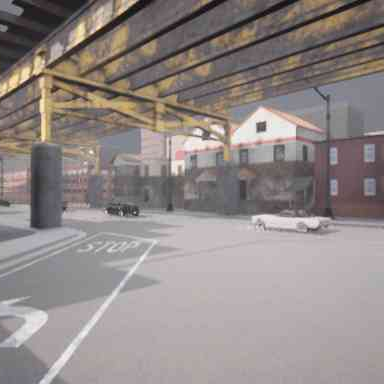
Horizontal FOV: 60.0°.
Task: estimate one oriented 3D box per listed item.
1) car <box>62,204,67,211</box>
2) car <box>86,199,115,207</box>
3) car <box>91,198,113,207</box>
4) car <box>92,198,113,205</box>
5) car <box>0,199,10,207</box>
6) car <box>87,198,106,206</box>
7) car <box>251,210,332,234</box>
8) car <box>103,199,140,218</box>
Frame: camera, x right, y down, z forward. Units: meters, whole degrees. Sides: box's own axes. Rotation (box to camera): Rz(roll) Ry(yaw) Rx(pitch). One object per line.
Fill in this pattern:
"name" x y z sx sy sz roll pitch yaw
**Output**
"car" -19.459 2.010 46.774 1.895 1.301 4.718 1 -1 -45
"car" -16.841 1.990 61.379 4.974 1.542 2.038 0 -1 -15
"car" -17.518 2.022 65.047 2.038 1.542 4.974 0 -1 15
"car" -17.505 1.865 65.099 1.853 1.218 4.536 0 -1 15
"car" -35.803 2.039 61.736 4.892 1.490 1.837 0 -1 30
"car" -16.790 1.832 61.393 4.536 1.218 1.853 0 -1 -15
"car" 6.086 1.786 20.929 1.895 1.301 4.718 1 -1 -45
"car" -7.328 1.807 34.500 1.837 1.490 4.892 1 -1 -45
